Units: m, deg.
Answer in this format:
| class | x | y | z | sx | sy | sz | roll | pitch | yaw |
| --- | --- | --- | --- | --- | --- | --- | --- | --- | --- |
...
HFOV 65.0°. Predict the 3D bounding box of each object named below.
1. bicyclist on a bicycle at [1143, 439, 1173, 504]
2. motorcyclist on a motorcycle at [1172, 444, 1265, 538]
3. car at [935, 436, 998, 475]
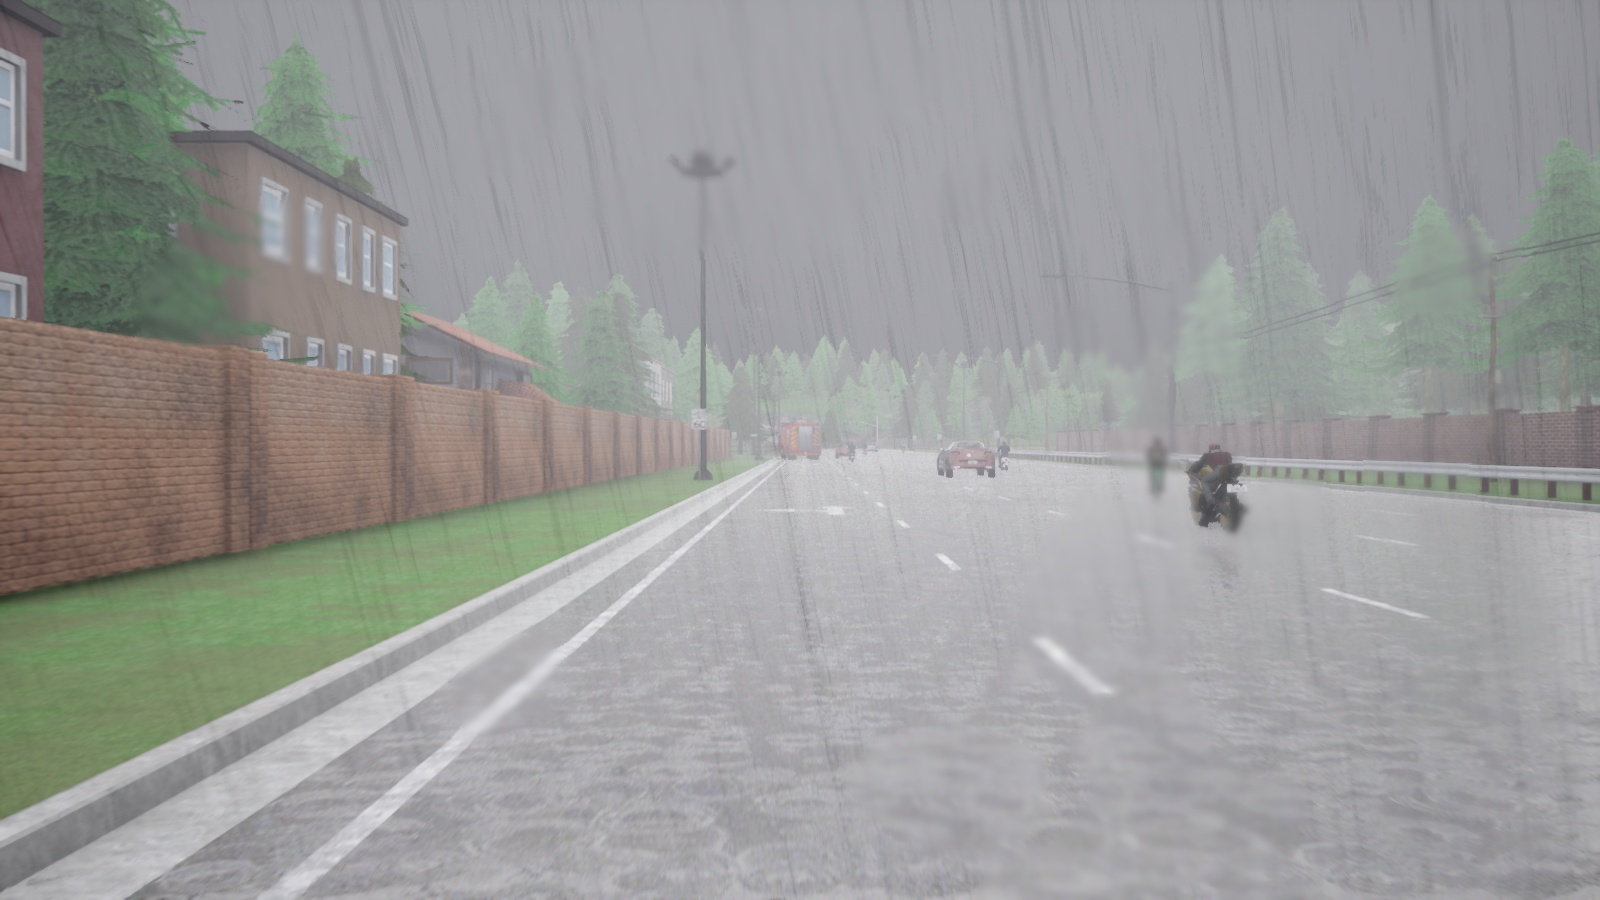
| class | x | y | z | sx | sy | sz | roll | pitch | yaw |
| --- | --- | --- | --- | --- | --- | --- | --- | --- | --- |
| bicyclist on a bicycle | 9.114 | 0.526 | 31.939 | 0.582 | 1.620 | 1.656 | 0 | 0 | 21 |
| motorcyclist on a motorcycle | 7.137 | 0.666 | 21.518 | 0.866 | 1.530 | 2.191 | 0 | 0 | 0 |
| car | 7.331 | 0.217 | 55.667 | 2.152 | 1.651 | 5.027 | 0 | 0 | 0 |
